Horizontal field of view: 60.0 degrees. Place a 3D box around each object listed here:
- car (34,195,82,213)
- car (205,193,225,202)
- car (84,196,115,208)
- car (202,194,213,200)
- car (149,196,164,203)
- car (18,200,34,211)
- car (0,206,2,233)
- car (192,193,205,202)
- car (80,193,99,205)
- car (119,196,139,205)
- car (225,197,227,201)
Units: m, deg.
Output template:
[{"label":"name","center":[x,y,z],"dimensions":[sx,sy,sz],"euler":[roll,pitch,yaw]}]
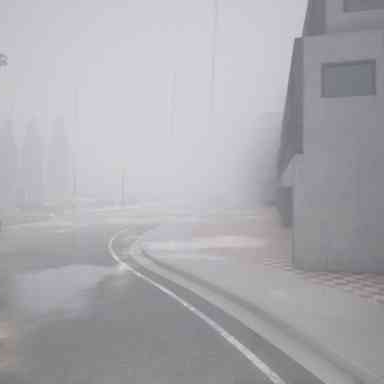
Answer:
[{"label":"car","center":[-14.909,1.432,37.420],"dimensions":[1.882,1.535,5.008],"euler":[0,0,15]},{"label":"car","center":[4.958,1.152,70.797],"dimensions":[2.150,2.045,5.566],"euler":[0,0,13]},{"label":"car","center":[-12.674,1.547,46.490],"dimensions":[1.895,1.301,4.718],"euler":[0,0,13]},{"label":"car","center":[3.838,1.273,81.363],"dimensions":[1.812,1.442,4.674],"euler":[0,0,13]},{"label":"car","center":[-7.306,1.479,68.924],"dimensions":[1.994,1.385,4.181],"euler":[0,0,13]},{"label":"car","center":[-18.075,1.553,39.173],"dimensions":[1.895,1.301,4.718],"euler":[0,0,14]},{"label":"car","center":[-11.113,1.482,16.025],"dimensions":[4.892,1.490,1.837],"euler":[0,0,33]},{"label":"car","center":[1.555,1.143,71.654],"dimensions":[2.150,2.045,5.566],"euler":[0,0,13]},{"label":"car","center":[-15.611,1.159,49.310],"dimensions":[2.150,2.045,5.566],"euler":[0,1,13]},{"label":"car","center":[-10.535,1.429,55.533],"dimensions":[2.128,1.511,4.902],"euler":[0,0,13]},{"label":"car","center":[7.331,1.471,80.931],"dimensions":[1.994,1.385,4.181],"euler":[0,0,13]}]
